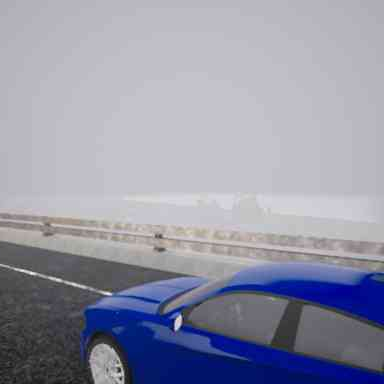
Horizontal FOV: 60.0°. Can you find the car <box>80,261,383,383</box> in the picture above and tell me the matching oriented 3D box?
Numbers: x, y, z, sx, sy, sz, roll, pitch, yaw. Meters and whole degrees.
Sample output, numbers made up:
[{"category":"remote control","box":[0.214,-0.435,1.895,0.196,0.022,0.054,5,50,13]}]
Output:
[{"category":"car","box":[0.943,1.478,3.330,5.008,1.535,1.882,0,0,36]}]
